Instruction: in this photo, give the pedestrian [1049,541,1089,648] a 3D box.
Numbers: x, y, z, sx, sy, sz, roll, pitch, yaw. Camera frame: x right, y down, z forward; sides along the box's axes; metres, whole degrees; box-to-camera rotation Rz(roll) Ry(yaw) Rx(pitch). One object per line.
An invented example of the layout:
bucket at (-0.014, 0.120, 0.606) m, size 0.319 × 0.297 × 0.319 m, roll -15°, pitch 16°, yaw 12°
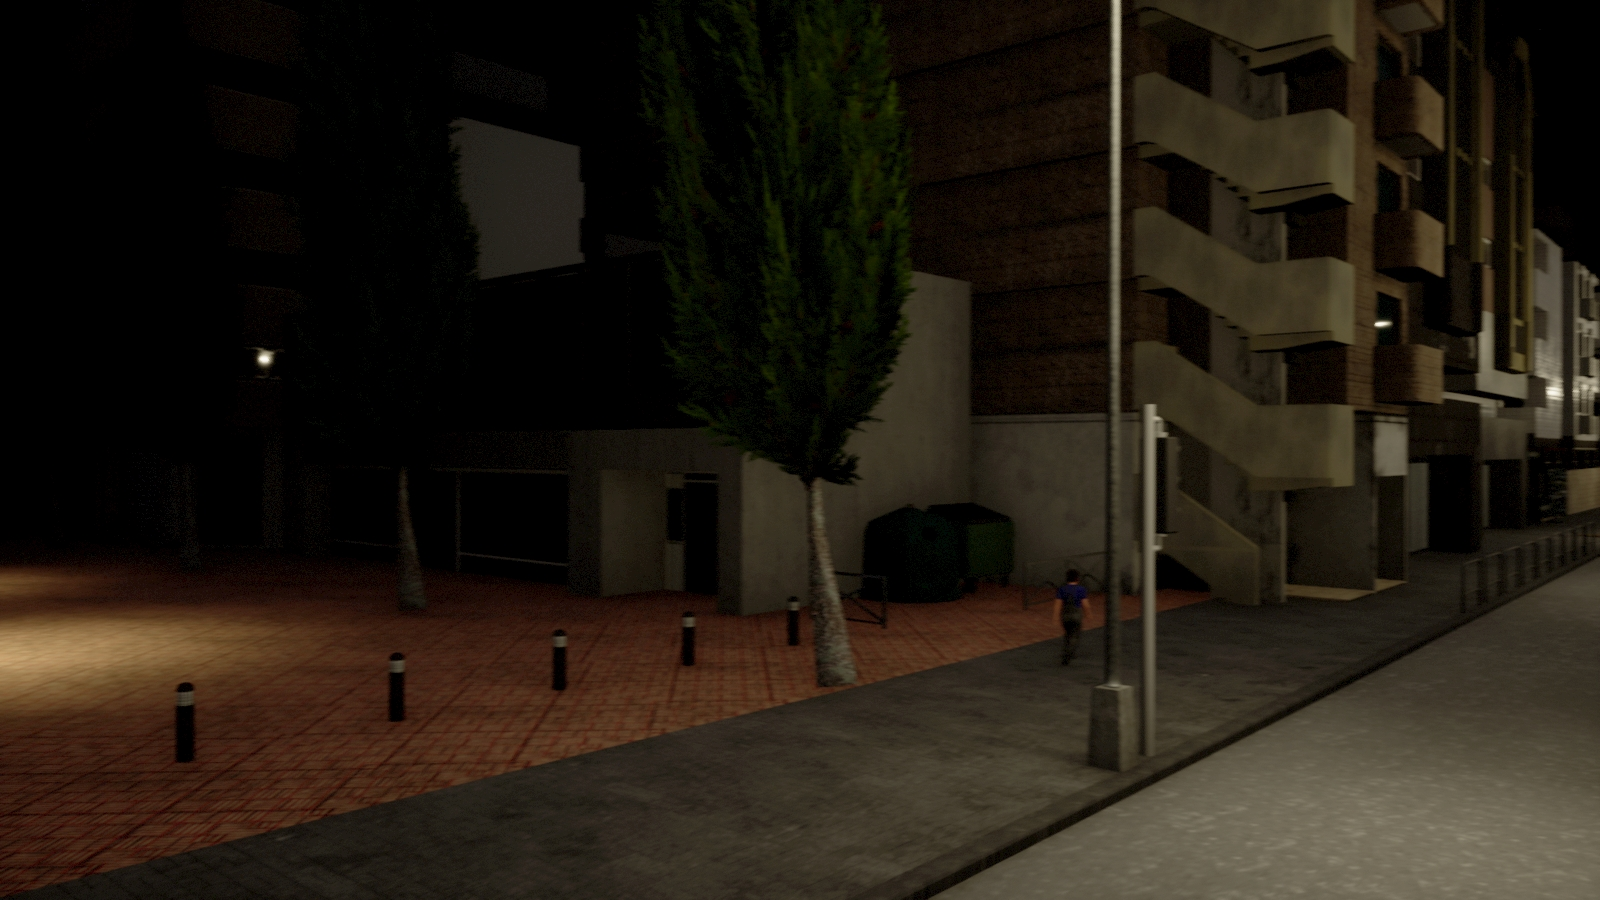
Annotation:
pedestrian at (3.415, 1.820, 14.507) m, size 0.375 × 1.300 × 0.375 m, roll 0°, pitch 0°, yaw 34°
